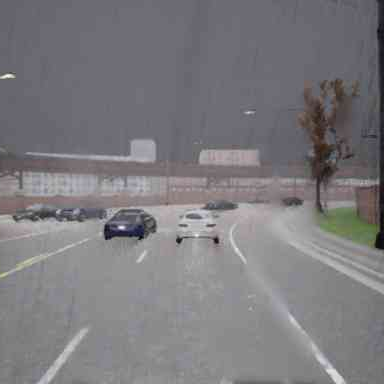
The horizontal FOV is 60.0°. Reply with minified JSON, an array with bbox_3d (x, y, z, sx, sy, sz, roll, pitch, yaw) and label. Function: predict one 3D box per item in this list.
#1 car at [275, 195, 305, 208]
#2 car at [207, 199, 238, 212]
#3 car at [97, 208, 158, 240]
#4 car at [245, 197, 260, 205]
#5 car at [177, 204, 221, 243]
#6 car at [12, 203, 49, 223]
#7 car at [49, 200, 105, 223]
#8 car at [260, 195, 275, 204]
[{"bbox_3d":[13.965,1.397,46.137,1.837,1.490,4.892,-4,-2,44],"label":"car"},{"bbox_3d":[3.427,1.557,38.575,2.033,1.411,5.357,-1,0,34],"label":"car"},{"bbox_3d":[-3.061,1.595,17.277,1.994,1.385,4.181,0,0,5],"label":"car"},{"bbox_3d":[12.055,1.594,62.922,4.674,1.442,1.812,0,-1,-38],"label":"car"},{"bbox_3d":[0.351,1.551,16.186,1.812,1.442,4.674,0,0,4],"label":"car"},{"bbox_3d":[-12.248,1.612,26.872,1.812,1.442,4.674,-1,-1,14],"label":"car"},{"bbox_3d":[-8.730,1.420,26.379,2.097,1.767,4.553,0,0,15],"label":"car"},{"bbox_3d":[15.358,1.352,61.026,4.553,1.767,2.097,0,-1,-35],"label":"car"}]
